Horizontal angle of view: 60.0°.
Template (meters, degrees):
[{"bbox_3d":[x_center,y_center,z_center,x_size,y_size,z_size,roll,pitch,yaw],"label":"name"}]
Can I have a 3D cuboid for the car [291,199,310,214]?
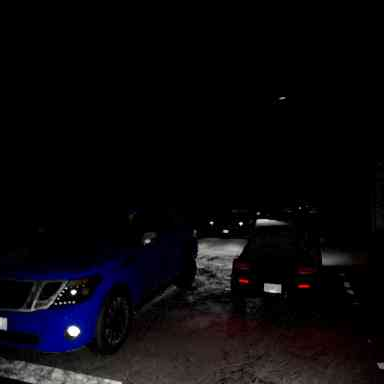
[{"bbox_3d":[12.204,1.693,37.380,1.994,1.385,4.181,0,-1,19],"label":"car"}]

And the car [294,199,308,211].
[{"bbox_3d":[15.379,1.743,46.883,1.882,1.535,5.008,0,-1,19],"label":"car"}]

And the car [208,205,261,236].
[{"bbox_3d":[2.339,1.605,18.182,1.895,1.301,4.718,0,0,19],"label":"car"}]

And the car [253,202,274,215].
[{"bbox_3d":[6.032,1.595,29.009,1.994,1.385,4.181,0,0,19],"label":"car"}]

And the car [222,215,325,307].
[{"bbox_3d":[2.162,1.528,8.034,1.812,1.442,4.674,0,0,19],"label":"car"}]

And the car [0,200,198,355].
[{"bbox_3d":[-1.512,1.221,6.658,2.150,2.045,5.566,0,0,18],"label":"car"}]
